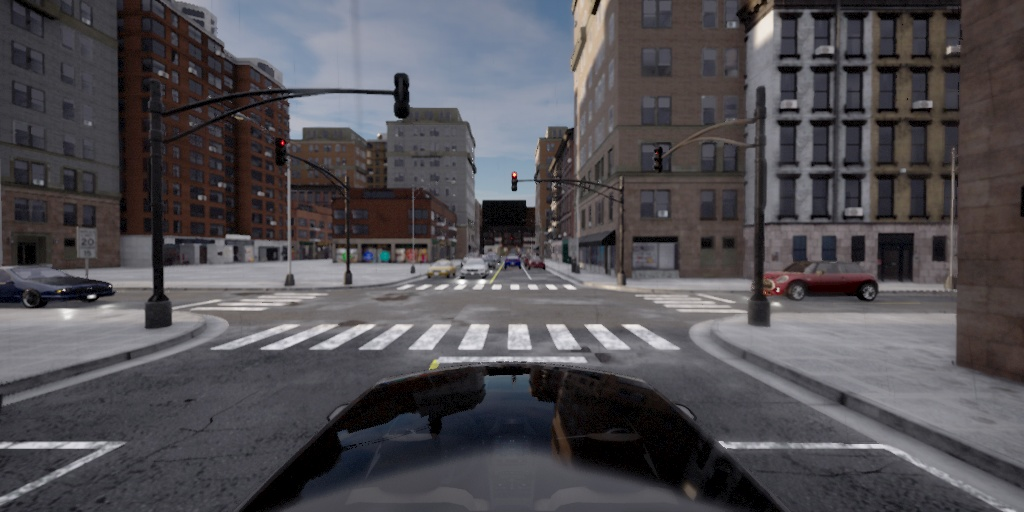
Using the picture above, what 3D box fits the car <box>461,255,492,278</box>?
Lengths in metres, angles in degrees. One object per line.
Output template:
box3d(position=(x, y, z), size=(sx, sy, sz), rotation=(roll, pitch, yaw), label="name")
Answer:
box3d(position=(-2.857, 0.920, 28.098), size=(1.812, 1.442, 4.674), rotation=(0, 1, 0), label="car")

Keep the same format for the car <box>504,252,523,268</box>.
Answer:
box3d(position=(0.084, 0.663, 43.641), size=(1.882, 1.535, 5.008), rotation=(0, 1, 0), label="car")

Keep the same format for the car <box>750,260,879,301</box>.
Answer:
box3d(position=(13.222, 0.984, 15.887), size=(4.553, 1.767, 2.097), rotation=(0, 1, -1), label="car")

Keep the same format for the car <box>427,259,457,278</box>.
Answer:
box3d(position=(-5.397, 0.919, 27.968), size=(1.751, 1.417, 4.829), rotation=(0, 0, 0), label="car")

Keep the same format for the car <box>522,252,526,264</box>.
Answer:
box3d(position=(2.621, 0.480, 45.125), size=(2.192, 1.841, 5.009), rotation=(0, 0, 0), label="car")

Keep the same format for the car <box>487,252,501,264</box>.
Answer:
box3d(position=(-2.800, 0.469, 59.152), size=(2.128, 1.511, 4.902), rotation=(0, 1, 0), label="car")

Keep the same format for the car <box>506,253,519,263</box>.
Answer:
box3d(position=(0.078, 0.289, 62.139), size=(2.097, 1.767, 4.553), rotation=(0, 1, 0), label="car")

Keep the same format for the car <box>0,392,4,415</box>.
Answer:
box3d(position=(-5.388, 1.306, 1.294), size=(2.007, 1.370, 4.403), rotation=(0, 0, 0), label="car")

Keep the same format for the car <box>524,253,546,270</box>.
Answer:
box3d(position=(2.623, 0.681, 39.463), size=(1.967, 1.591, 4.097), rotation=(0, 0, 0), label="car")

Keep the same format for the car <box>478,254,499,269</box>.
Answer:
box3d(position=(-2.858, 0.786, 40.851), size=(1.994, 1.385, 4.181), rotation=(0, 1, 0), label="car")

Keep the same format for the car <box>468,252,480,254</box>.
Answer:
box3d(position=(-5.406, 0.404, 50.784), size=(2.192, 1.841, 5.009), rotation=(0, 0, 0), label="car")

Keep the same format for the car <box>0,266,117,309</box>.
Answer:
box3d(position=(-17.807, 1.065, 12.928), size=(5.357, 1.411, 2.033), rotation=(0, 1, 0), label="car")
